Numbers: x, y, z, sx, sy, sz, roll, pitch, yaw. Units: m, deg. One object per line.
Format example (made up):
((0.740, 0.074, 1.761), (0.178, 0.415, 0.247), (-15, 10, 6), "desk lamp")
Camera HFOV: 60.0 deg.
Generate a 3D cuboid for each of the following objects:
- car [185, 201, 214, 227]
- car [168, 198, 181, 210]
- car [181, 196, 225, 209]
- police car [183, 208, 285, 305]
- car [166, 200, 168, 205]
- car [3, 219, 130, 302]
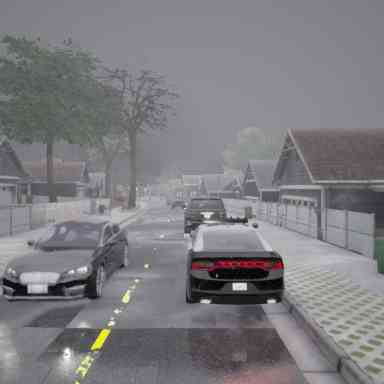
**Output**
((0.423, 1.495, 24.467), (1.801, 1.575, 5.366), (0, 0, -2), "car")
((-1.992, 1.664, 46.824), (1.837, 1.490, 4.892), (0, 0, -5), "car")
((0.645, 1.250, 18.279), (2.150, 2.045, 5.566), (0, 0, -2), "car")
((0.809, 1.430, 8.306), (1.930, 1.638, 5.238), (0, 0, 0), "police car")
((-3.735, 1.854, 61.864), (2.033, 1.411, 5.357), (0, -1, -8), "car")
((-2.823, 1.497, 8.481), (2.128, 1.511, 4.902), (0, 0, -1), "car")
